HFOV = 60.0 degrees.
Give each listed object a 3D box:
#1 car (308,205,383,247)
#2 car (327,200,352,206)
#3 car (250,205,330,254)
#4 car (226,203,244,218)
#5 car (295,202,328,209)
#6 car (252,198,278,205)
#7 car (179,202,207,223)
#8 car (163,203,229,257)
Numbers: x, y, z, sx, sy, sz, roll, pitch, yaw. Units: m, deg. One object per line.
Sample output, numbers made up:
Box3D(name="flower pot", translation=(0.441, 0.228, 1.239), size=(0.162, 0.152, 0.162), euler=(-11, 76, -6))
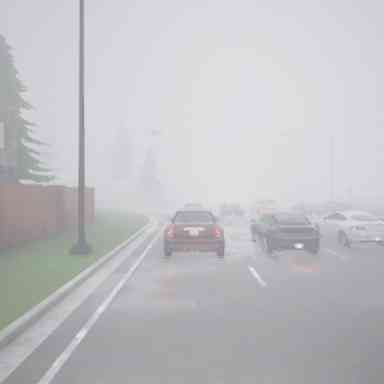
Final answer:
Box3D(name="car", translation=(7.077, 1.548, 14.988), size=(1.812, 1.442, 4.674), euler=(0, 0, 0))
Box3D(name="car", translation=(14.089, 1.555, 32.673), size=(1.837, 1.490, 4.892), euler=(0, 0, 0))
Box3D(name="car", translation=(3.580, 1.527, 13.510), size=(1.837, 1.490, 4.892), euler=(0, 0, 0))
Box3D(name="car", translation=(3.588, 1.648, 31.023), size=(1.895, 1.301, 4.718), euler=(0, 0, 0))
Box3D(name="car", translation=(10.588, 1.648, 31.025), size=(1.895, 1.301, 4.718), euler=(0, 0, 0))
Box3D(name="car", translation=(7.088, 1.401, 32.362), size=(2.097, 1.767, 4.553), euler=(0, 0, 0))
Box3D(name="car", translation=(0.081, 1.590, 27.557), size=(2.033, 1.411, 5.357), euler=(0, 0, 0))
Box3D(name="car", translation=(0.078, 1.372, 13.116), size=(2.097, 1.767, 4.553), euler=(0, 0, 0))
